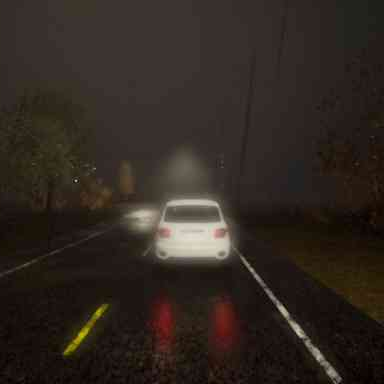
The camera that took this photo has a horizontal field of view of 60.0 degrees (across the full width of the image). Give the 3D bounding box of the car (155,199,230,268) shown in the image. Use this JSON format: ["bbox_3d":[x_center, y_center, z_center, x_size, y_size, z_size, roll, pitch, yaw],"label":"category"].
[{"bbox_3d":[0.036,1.277,11.566,2.150,2.045,5.566,0,0,1],"label":"car"}]

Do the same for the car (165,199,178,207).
[{"bbox_3d":[-3.552,1.847,57.331,1.994,1.385,4.181,0,0,0],"label":"car"}]

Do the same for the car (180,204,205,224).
[{"bbox_3d":[0.044,1.730,27.056,1.895,1.301,4.718,0,0,1],"label":"car"}]
